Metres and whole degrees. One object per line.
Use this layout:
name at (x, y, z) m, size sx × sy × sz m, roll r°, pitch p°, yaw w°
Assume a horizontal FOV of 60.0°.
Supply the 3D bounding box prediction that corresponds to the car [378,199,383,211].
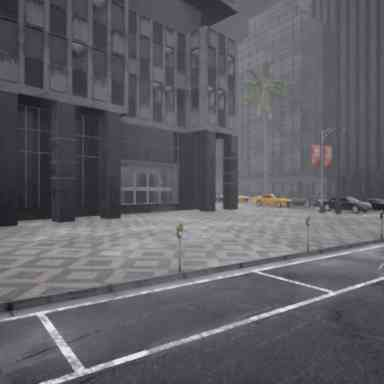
car at (18.592, 1.323, 33.197) m, size 1.895 × 1.301 × 4.718 m, roll 0°, pitch 1°, yaw -36°

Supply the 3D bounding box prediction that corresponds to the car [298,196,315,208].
car at (13.499, 1.132, 40.356) m, size 1.994 × 1.385 × 4.181 m, roll 0°, pitch 1°, yaw -35°

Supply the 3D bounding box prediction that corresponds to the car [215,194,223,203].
car at (3.494, 0.945, 48.843) m, size 1.895 × 1.301 × 4.718 m, roll 0°, pitch 1°, yaw -35°

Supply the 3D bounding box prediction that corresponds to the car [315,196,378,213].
car at (15.034, 1.194, 32.579) m, size 1.837 × 1.490 × 4.892 m, roll 0°, pitch 1°, yaw -35°

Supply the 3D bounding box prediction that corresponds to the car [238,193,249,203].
car at (6.500, 0.838, 50.215) m, size 1.882 × 1.535 × 5.008 m, roll 0°, pitch 1°, yaw -35°

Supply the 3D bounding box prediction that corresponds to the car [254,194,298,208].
car at (9.738, 1.006, 40.037) m, size 1.882 × 1.535 × 5.008 m, roll 0°, pitch 1°, yaw -35°
